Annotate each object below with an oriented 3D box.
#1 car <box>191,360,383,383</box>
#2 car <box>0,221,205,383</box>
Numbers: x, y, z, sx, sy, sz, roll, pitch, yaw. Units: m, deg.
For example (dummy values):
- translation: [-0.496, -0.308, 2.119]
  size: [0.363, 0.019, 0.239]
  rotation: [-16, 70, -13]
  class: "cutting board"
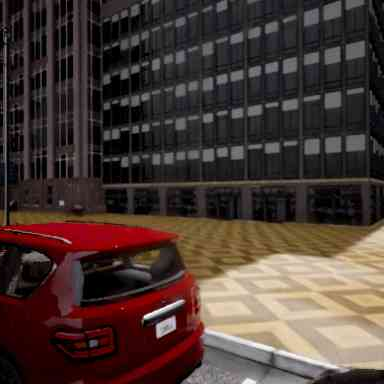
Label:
- translation: [2.328, 1.565, 1.219]
  size: [4.313, 1.339, 1.947]
  rotation: [0, 0, 35]
  class: "car"
- translation: [-2.182, 1.318, 4.435]
  size: [5.009, 1.841, 2.192]
  rotation: [0, 0, 35]
  class: "car"
